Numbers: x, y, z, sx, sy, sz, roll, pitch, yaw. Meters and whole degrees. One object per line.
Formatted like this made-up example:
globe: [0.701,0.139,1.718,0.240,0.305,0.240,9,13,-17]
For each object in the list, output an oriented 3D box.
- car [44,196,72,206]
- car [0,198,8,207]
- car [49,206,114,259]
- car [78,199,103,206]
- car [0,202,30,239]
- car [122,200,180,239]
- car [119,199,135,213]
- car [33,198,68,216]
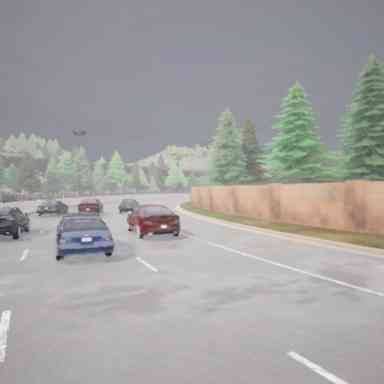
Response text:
car: [-21.465,1.391,53.590,2.033,1.411,5.357,-1,0,4]
car: [-28.616,1.547,47.699,1.895,1.301,4.718,-1,0,0]
car: [-4.166,1.500,12.514,2.033,1.411,5.357,-1,0,-22]
car: [-9.589,1.356,31.610,1.882,1.535,5.008,-1,0,-10]
car: [-9.418,1.479,16.679,1.837,1.490,4.892,-1,1,-18]
car: [-2.125,1.382,17.071,1.882,1.535,5.008,-1,0,-20]
car: [-6.433,1.398,34.076,1.994,1.385,4.181,-1,0,-9]
car: [-13.146,1.458,31.568,2.033,1.411,5.357,-1,0,-9]
